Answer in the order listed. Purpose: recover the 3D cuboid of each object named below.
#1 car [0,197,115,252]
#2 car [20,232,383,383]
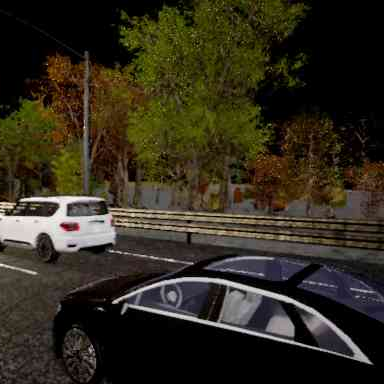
[{"bbox_3d":[-5.162,1.184,11.949,5.566,2.045,2.150,0,0,35],"label":"car"},{"bbox_3d":[0.424,1.485,3.689,4.902,1.511,2.128,0,0,35],"label":"car"}]
